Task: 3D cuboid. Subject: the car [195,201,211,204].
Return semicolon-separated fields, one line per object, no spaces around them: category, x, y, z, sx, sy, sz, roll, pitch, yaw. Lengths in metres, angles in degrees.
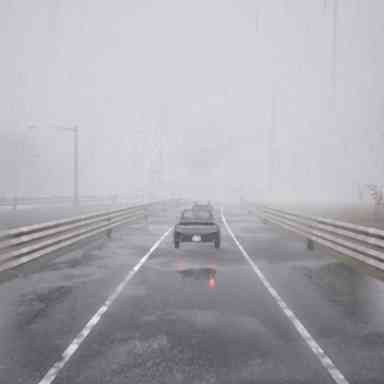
car;0.997;1.498;29.504;2.128;1.511;4.902;0;0;4

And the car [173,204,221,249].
car;0.249;1.496;14.581;2.128;1.511;4.902;0;0;2
